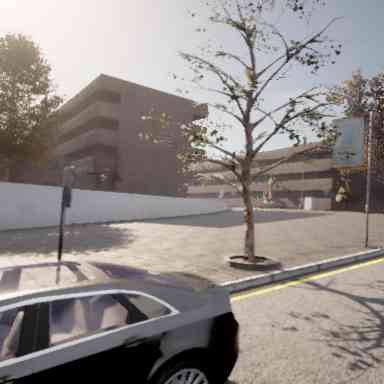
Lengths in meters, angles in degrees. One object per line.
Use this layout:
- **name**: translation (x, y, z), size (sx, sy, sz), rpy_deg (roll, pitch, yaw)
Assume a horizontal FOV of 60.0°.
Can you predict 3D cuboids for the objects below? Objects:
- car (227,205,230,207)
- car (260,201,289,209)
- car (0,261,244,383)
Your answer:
- **car**: translation (5.882, 2.960, 67.267), size (2.128, 1.511, 4.902), rpy_deg (5, -6, -25)
- **car**: translation (12.884, 2.186, 52.238), size (2.033, 1.411, 5.357), rpy_deg (5, -4, -24)
- **car**: translation (-1.739, 1.490, 2.885), size (4.902, 1.511, 2.128), rpy_deg (-1, 0, -36)
